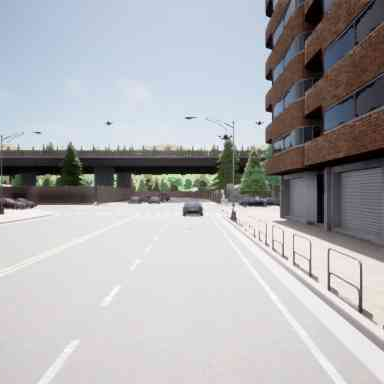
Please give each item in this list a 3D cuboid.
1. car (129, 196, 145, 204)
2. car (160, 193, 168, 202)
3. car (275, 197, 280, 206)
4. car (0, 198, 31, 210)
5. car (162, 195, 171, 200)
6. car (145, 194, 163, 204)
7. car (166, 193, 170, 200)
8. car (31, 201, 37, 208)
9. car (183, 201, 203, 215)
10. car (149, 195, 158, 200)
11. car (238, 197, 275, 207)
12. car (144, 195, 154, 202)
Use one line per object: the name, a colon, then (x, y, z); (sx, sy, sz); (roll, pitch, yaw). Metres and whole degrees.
car: (-10.559, 1.525, 62.244); (1.812, 1.442, 4.674); (0, 0, 0)
car: (-7.004, 1.540, 72.070); (2.033, 1.411, 5.357); (0, 0, 0)
car: (12.216, 1.492, 51.147); (5.357, 1.411, 2.033); (0, 0, 2)
car: (-22.698, 1.470, 40.567); (4.674, 1.442, 1.812); (0, 0, 0)
car: (-7.031, 1.552, 92.008); (1.994, 1.385, 4.181); (0, 0, 0)
car: (-7.061, 1.564, 62.841); (1.994, 1.385, 4.181); (0, 0, 0)
car: (-7.004, 1.225, 82.165); (2.150, 2.045, 5.566); (0, 0, 0)
car: (-22.907, 1.508, 44.067); (4.181, 1.385, 1.994); (0, 0, 0)
car: (0.093, 1.565, 33.648); (1.994, 1.385, 4.181); (0, 0, 0)
car: (-10.522, 1.524, 91.007); (1.812, 1.442, 4.674); (0, 0, 0)
car: (9.038, 1.545, 47.799); (4.718, 1.301, 1.895); (0, 0, 1)
car: (-10.504, 1.524, 80.682); (1.812, 1.442, 4.674); (0, 0, 0)
